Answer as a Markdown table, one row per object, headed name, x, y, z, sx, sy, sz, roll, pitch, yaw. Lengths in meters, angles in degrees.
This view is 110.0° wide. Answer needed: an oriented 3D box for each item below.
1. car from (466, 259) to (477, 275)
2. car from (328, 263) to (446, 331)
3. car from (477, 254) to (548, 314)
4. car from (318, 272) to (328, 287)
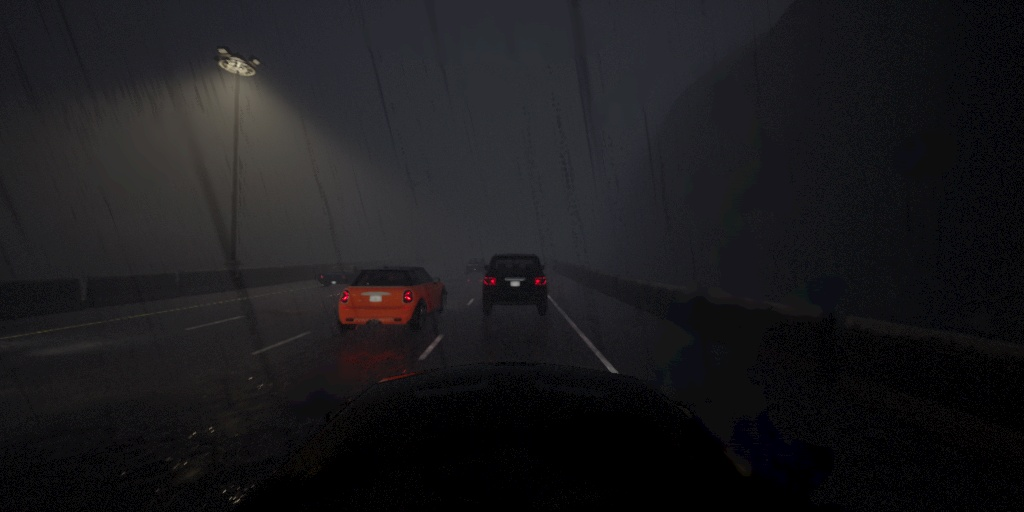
| name | x | y | z | sx | sy | sz | roll | pitch | yaw |
| --- | --- | --- | --- | --- | --- | --- | --- | --- | --- |
| car | -3.403 | 0.990 | 35.221 | 2.128 | 1.511 | 4.902 | 0 | 1 | 0 |
| car | -3.400 | 1.072 | 11.072 | 2.097 | 1.767 | 4.553 | 0 | 0 | 0 |
| car | 0.099 | 0.928 | 13.609 | 2.150 | 2.045 | 5.566 | 0 | 0 | 0 |
| car | -10.402 | 1.238 | 23.142 | 1.895 | 1.301 | 4.718 | 0 | 0 | 0 |
